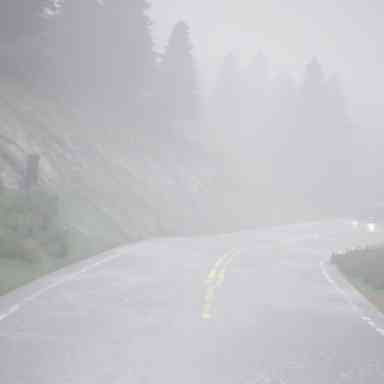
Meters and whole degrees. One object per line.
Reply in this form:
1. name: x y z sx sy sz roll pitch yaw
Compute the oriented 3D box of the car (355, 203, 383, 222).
1. car: 17.159 1.849 31.116 4.892 1.490 1.837 -1 4 -37
